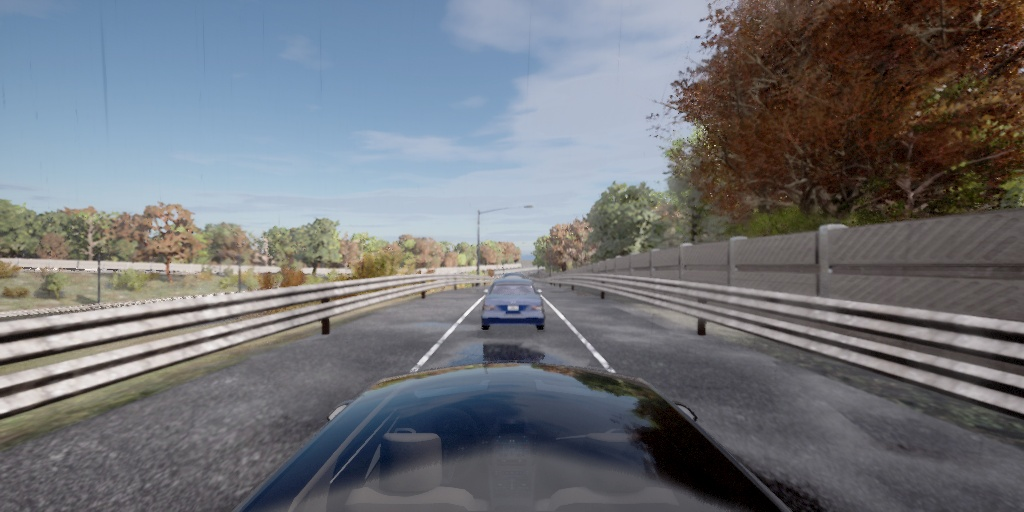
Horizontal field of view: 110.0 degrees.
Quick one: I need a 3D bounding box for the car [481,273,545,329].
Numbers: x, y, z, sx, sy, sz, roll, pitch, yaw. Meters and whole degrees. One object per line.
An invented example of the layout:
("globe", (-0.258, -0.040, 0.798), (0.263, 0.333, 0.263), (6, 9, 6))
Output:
("car", (0.030, 1.438, 11.715), (2.033, 1.411, 5.357), (0, -1, 0))
